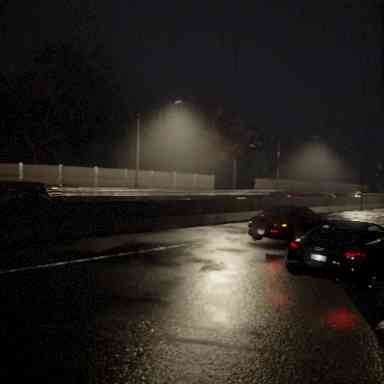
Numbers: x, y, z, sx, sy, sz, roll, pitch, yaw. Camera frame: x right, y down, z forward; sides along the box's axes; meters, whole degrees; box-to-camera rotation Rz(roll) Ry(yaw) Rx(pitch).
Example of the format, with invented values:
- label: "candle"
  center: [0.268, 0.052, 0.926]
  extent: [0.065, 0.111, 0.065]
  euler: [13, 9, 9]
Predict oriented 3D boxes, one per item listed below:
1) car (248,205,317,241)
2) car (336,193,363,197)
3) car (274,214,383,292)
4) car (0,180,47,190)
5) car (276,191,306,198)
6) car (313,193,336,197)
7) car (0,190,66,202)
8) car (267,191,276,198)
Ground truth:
- label: "car"
  center: [4.135, 1.261, 13.598]
  extent: [4.674, 1.442, 1.812]
  euler: [0, 2, -44]
- label: "car"
  center: [22.743, 0.889, 46.814]
  extent: [4.902, 1.511, 2.128]
  euler: [0, 2, -44]
- label: "car"
  center: [4.251, 1.435, 8.809]
  extent: [4.181, 1.385, 1.994]
  euler: [0, 2, -45]
- label: "car"
  center: [-10.892, 0.361, 18.709]
  extent: [5.566, 2.045, 2.150]
  euler: [0, 2, -44]
- label: "car"
  center: [14.872, 0.576, 48.901]
  extent: [5.008, 1.535, 1.882]
  euler: [0, 2, -44]
- label: "car"
  center: [19.519, 0.852, 48.559]
  extent: [4.718, 1.301, 1.895]
  euler: [0, 2, -44]
- label: "car"
  center: [-8.530, 0.787, 16.144]
  extent: [4.892, 1.490, 1.837]
  euler: [0, 2, -44]
- label: "car"
  center: [13.766, 0.526, 52.697]
  extent: [4.181, 1.385, 1.994]
  euler: [0, 2, -44]
